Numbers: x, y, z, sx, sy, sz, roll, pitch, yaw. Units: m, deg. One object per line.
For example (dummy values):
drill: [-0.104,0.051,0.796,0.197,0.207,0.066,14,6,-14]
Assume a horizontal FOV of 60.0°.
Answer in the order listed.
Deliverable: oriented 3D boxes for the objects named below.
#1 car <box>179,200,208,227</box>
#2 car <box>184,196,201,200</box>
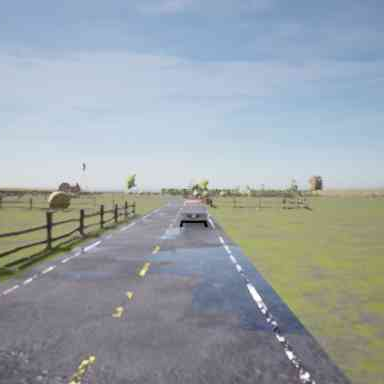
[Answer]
car: [0.104,1.519,22.745,2.033,1.411,5.357,0,0,0]
car: [0.110,1.300,41.111,2.097,1.767,4.553,0,0,0]
